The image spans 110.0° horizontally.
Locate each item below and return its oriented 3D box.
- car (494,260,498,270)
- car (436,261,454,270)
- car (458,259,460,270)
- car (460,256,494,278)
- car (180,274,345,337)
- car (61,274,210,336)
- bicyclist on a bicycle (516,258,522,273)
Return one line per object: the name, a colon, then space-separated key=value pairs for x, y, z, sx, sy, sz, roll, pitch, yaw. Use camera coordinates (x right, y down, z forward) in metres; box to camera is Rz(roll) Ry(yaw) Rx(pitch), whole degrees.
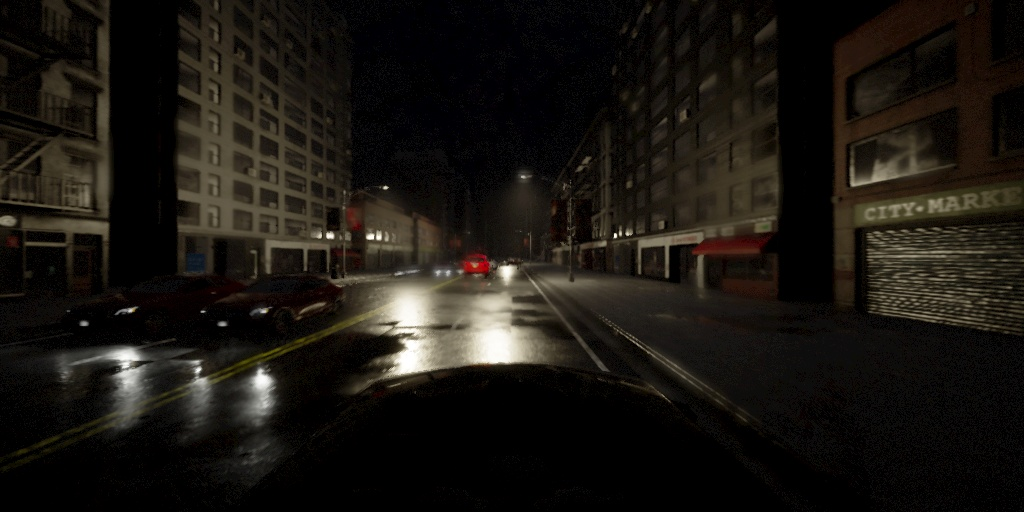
car: x=-3.146 y=1.292 z=54.108 sx=1.812 sy=1.442 sz=4.674 roll=0 pitch=0 yaw=0
car: x=-9.807 y=1.367 z=52.827 sx=1.895 sy=1.301 sz=4.718 roll=0 pitch=0 yaw=0
car: x=-6.553 y=0.986 z=53.352 sx=2.150 sy=2.045 sz=5.566 roll=0 pitch=0 yaw=0
car: x=-3.149 y=0.982 z=33.475 sx=2.150 sy=2.045 sz=5.566 roll=0 pitch=0 yaw=0
car: x=-6.590 y=1.278 z=10.492 sx=1.812 sy=1.442 sz=4.674 roll=0 pitch=0 yaw=0
car: x=-9.849 y=1.278 z=10.576 sx=1.812 sy=1.442 sz=4.674 roll=0 pitch=0 yaw=0
bicyclist on a bicycle: x=0.896 y=1.135 z=42.308 sx=0.659 sy=1.776 sz=1.843 roll=0 pitch=0 yaw=0
